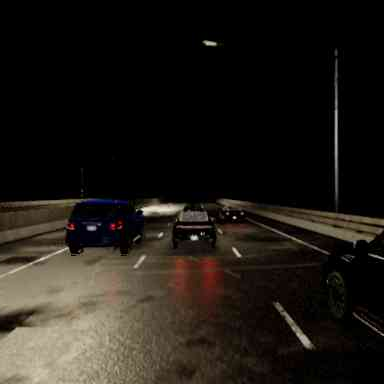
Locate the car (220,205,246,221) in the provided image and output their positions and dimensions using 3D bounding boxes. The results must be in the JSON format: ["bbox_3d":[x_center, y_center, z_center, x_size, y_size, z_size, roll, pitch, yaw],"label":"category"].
[{"bbox_3d":[3.587,1.873,30.197,1.895,1.301,4.718,0,-1,0],"label":"car"}]

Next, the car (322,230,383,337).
[{"bbox_3d":[3.597,1.260,4.100,2.150,2.045,5.566,0,-1,0],"label":"car"}]

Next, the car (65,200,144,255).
[{"bbox_3d":[-3.406,1.348,13.968,2.150,2.045,5.566,0,-1,0],"label":"car"}]

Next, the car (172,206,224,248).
[{"bbox_3d":[0.093,1.633,15.582,2.128,1.511,4.902,0,-1,0],"label":"car"}]

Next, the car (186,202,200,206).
[{"bbox_3d":[0.086,1.806,33.417,1.837,1.490,4.892,0,-1,0],"label":"car"}]
